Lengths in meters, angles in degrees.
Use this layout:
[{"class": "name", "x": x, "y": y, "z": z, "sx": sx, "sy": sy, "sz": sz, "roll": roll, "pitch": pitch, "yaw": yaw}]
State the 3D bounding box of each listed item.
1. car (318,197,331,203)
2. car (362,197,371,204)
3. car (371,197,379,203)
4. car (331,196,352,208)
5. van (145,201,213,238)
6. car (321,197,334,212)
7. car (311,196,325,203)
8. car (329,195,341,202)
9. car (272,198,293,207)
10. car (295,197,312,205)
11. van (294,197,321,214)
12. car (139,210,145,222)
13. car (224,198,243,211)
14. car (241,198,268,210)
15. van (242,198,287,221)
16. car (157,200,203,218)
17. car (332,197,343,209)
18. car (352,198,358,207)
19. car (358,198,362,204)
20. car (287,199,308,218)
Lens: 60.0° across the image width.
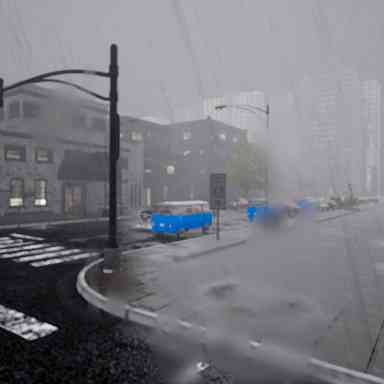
[{"class": "car", "x": 30.722, "y": 1.764, "z": 76.957, "sx": 1.947, "sy": 1.339, "sz": 4.313, "roll": 0, "pitch": 0, "yaw": 35}, {"class": "car", "x": 34.413, "y": 1.794, "z": 67.614, "sx": 1.887, "sy": 1.381, "sz": 4.507, "roll": 0, "pitch": 0, "yaw": 35}, {"class": "car", "x": 43.911, "y": 1.883, "z": 81.186, "sx": 1.947, "sy": 1.339, "sz": 4.313, "roll": 0, "pitch": 0, "yaw": 35}, {"class": "car", "x": 21.751, "y": 1.481, "z": 49.518, "sx": 2.192, "sy": 1.841, "sz": 5.009, "roll": 0, "pitch": 0, "yaw": 35}, {"class": "van", "x": -0.410, "y": 1.391, "z": 17.849, "sx": 1.690, "sy": 1.788, "sz": 3.998, "roll": 0, "pitch": 0, "yaw": 35}, {"class": "car", "x": 15.516, "y": 1.656, "z": 40.609, "sx": 1.752, "sy": 1.417, "sz": 4.829, "roll": 0, "pitch": 0, "yaw": 35}, {"class": "car", "x": 27.459, "y": 1.700, "z": 72.293, "sx": 1.752, "sy": 1.417, "sz": 4.829, "roll": 0, "pitch": 0, "yaw": 35}, {"class": "car", "x": 37.055, "y": 1.684, "z": 86.005, "sx": 1.967, "sy": 1.590, "sz": 4.097, "roll": 0, "pitch": 0, "yaw": 35}, {"class": "car", "x": 14.894, "y": 1.638, "z": 54.337, "sx": 1.887, "sy": 1.381, "sz": 4.507, "roll": 0, "pitch": 0, "yaw": 35}, {"class": "car", "x": 21.226, "y": 1.678, "z": 63.385, "sx": 1.887, "sy": 1.381, "sz": 4.507, "roll": 0, "pitch": 0, "yaw": 35}, {"class": "van", "x": 12.253, "y": 1.453, "z": 35.945, "sx": 1.690, "sy": 1.788, "sz": 3.998, "roll": 0, "pitch": 0, "yaw": 35}, {"class": "car", "x": -1.984, "y": 1.518, "z": 25.697, "sx": 1.837, "sy": 1.490, "sz": 4.892, "roll": 1, "pitch": 0, "yaw": 35}, {"class": "car", "x": 5.398, "y": 1.479, "z": 40.765, "sx": 1.967, "sy": 1.590, "sz": 4.097, "roll": 0, "pitch": 0, "yaw": 35}, {"class": "car", "x": 8.562, "y": 1.601, "z": 45.289, "sx": 1.887, "sy": 1.381, "sz": 4.507, "roll": 0, "pitch": 0, "yaw": 35}, {"class": "van", "x": 5.922, "y": 1.420, "z": 26.897, "sx": 1.690, "sy": 1.788, "sz": 3.998, "roll": 0, "pitch": 0, "yaw": 35}, {"class": "car", "x": -1.033, "y": 1.531, "z": 31.577, "sx": 1.752, "sy": 1.417, "sz": 4.829, "roll": 0, "pitch": 0, "yaw": 35}, {"class": "car", "x": 18.583, "y": 1.714, "z": 44.993, "sx": 1.947, "sy": 1.339, "sz": 4.313, "roll": 0, "pitch": 0, "yaw": 35}, {"class": "car", "x": 24.917, "y": 1.501, "z": 54.042, "sx": 2.192, "sy": 1.841, "sz": 5.009, "roll": 0, "pitch": 0, "yaw": 35}, {"class": "car", "x": 28.179, "y": 1.732, "z": 58.705, "sx": 1.752, "sy": 1.417, "sz": 4.829, "roll": 0, "pitch": 0, "yaw": 35}, {"class": "car", "x": 9.086, "y": 1.640, "z": 31.421, "sx": 1.887, "sy": 1.381, "sz": 4.507, "roll": 0, "pitch": 0, "yaw": 35}]
